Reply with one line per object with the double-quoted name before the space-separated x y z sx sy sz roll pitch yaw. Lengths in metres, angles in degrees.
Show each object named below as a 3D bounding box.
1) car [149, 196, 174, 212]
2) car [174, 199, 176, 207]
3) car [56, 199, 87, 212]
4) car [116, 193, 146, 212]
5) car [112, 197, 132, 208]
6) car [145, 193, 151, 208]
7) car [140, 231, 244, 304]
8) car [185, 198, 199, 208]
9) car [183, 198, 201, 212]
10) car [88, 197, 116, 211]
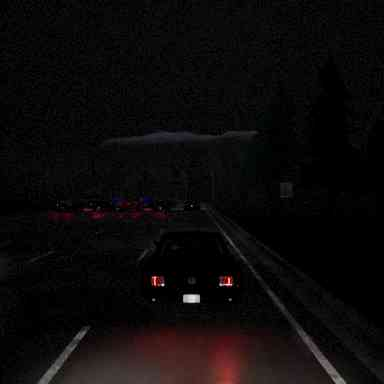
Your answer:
"car" -3.496 1.505 39.158 1.837 1.490 4.892 0 0 0
"car" -3.489 1.564 49.546 1.994 1.385 4.181 0 0 0
"car" -14.004 1.526 38.189 1.812 1.442 4.674 0 0 0
"car" -6.999 1.352 38.844 2.097 1.767 4.553 0 0 0
"car" -10.495 1.478 49.938 1.882 1.535 5.008 0 0 0
"car" -7.002 1.221 48.789 2.150 2.045 5.566 0 0 0
"car" -0.001 1.601 8.112 1.895 1.301 4.718 0 0 0
"car" 0.006 1.564 49.539 1.994 1.385 4.181 0 0 0
"car" 0.006 1.564 39.619 1.994 1.385 4.181 0 0 0
"car" -10.488 1.505 39.914 1.837 1.490 4.892 0 0 0
